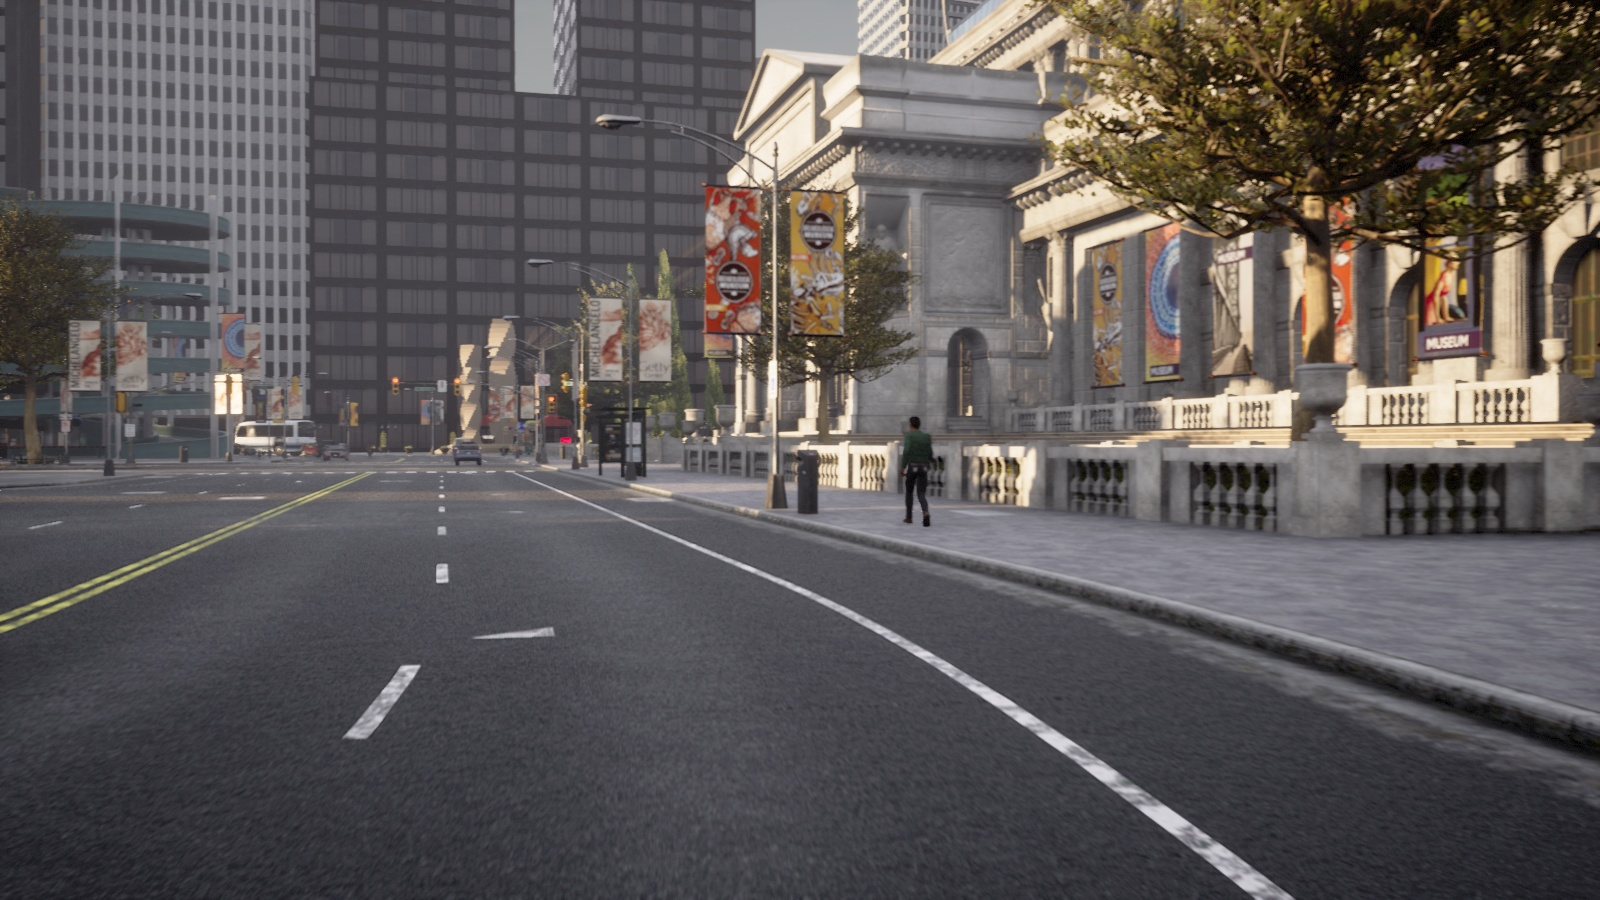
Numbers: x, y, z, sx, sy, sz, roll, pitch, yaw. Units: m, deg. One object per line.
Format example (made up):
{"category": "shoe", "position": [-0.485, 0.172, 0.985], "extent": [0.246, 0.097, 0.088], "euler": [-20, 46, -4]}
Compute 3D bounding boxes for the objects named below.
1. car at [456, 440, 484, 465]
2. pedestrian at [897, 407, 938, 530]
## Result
{"category": "car", "position": [-22.781, 0.156, 86.612], "extent": [1.851, 1.617, 3.988], "euler": [0, 0, -16]}
{"category": "pedestrian", "position": [1.887, 0.289, 20.284], "extent": [0.423, 1.949, 0.788], "euler": [0, 0, -13]}
